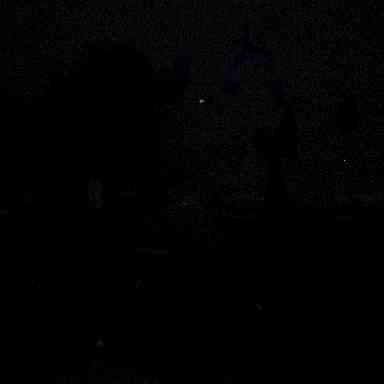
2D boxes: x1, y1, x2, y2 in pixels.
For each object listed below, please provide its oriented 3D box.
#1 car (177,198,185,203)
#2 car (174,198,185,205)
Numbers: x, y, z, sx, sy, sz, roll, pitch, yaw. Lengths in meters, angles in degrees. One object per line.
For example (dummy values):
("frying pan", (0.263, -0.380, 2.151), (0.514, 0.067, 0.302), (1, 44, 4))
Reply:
("car", (-2.751, 2.096, 85.135), (1.895, 1.301, 4.718), (0, 0, 0))
("car", (-2.751, 1.992, 69.663), (1.994, 1.385, 4.181), (0, 0, 0))
